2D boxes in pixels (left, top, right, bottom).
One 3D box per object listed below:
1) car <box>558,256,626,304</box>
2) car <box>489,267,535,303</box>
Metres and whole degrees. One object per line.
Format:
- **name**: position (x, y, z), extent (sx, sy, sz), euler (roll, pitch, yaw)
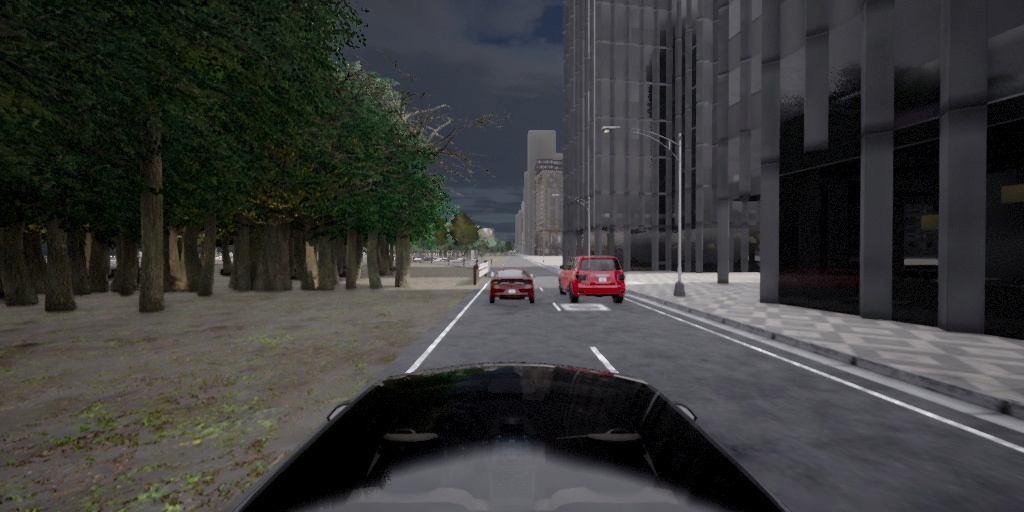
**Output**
- **car**: position (3.500, 1.002, 16.531), extent (2.150, 2.045, 5.566), euler (0, 0, 0)
- **car**: position (0.000, 1.229, 16.502), extent (1.882, 1.535, 5.008), euler (0, 0, 0)
